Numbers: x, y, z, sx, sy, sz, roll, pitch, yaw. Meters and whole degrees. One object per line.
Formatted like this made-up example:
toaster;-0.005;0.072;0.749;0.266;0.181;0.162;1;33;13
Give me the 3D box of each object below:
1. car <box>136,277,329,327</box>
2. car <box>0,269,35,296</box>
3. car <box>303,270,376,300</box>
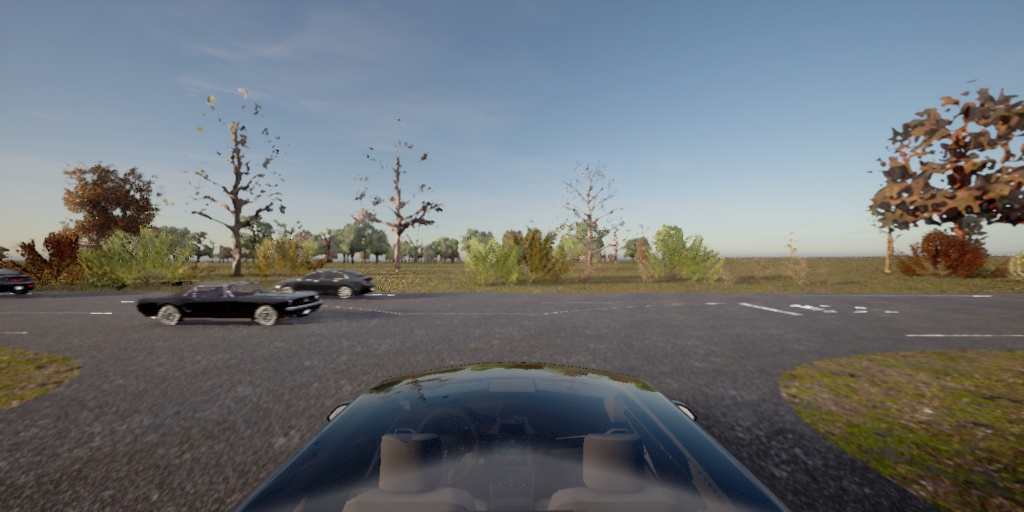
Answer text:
car;-8.787;1.464;11.487;4.718;1.301;1.895;0;-1;0
car;-27.966;1.399;18.604;4.892;1.490;1.837;0;-1;0
car;-9.573;1.452;18.490;4.892;1.490;1.837;0;-1;0
